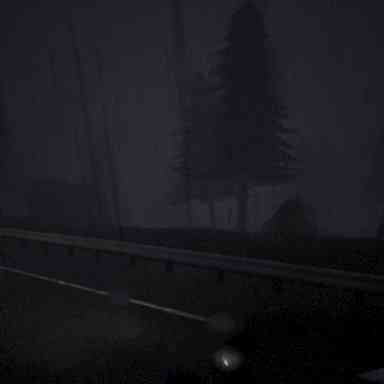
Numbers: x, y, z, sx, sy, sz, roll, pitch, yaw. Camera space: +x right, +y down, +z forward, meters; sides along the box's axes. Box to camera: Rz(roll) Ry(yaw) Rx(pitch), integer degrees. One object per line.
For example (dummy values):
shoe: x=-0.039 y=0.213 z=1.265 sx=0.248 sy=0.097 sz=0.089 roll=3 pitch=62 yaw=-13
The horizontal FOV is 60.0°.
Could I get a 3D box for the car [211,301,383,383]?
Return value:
car: x=2.405 y=1.490 z=2.241 sx=4.902 sy=1.511 sz=2.128 roll=0 pitch=0 yaw=36
